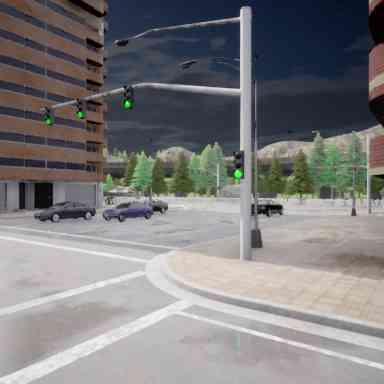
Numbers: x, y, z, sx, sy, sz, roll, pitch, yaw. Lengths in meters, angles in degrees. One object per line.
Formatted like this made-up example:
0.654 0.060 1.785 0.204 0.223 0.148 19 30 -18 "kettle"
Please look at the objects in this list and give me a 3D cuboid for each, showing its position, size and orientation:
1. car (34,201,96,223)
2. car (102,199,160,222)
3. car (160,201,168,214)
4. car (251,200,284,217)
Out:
-9.939 1.522 26.333 1.837 1.490 4.892 0 0 36 "car"
-5.080 1.540 27.072 1.812 1.442 4.674 0 0 36 "car"
-4.453 1.508 33.872 2.128 1.511 4.902 0 0 36 "car"
7.129 1.487 31.733 1.882 1.535 5.008 0 0 36 "car"
